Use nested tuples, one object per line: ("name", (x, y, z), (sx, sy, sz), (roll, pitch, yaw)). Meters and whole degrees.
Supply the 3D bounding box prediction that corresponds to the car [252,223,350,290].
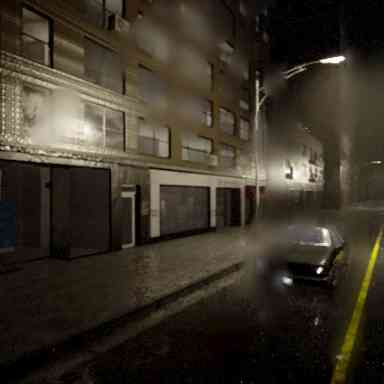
("car", (3.526, 1.667, 9.889), (2.033, 1.411, 5.357), (-1, -1, 31))
